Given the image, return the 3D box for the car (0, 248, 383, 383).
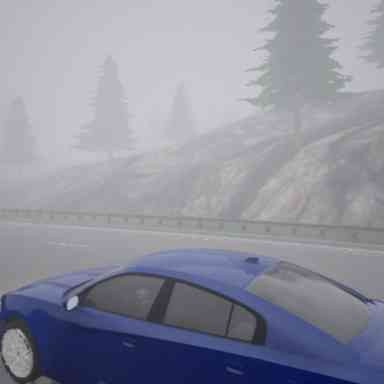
[{"bbox_3d":[-0.116,1.397,3.687,5.008,1.535,1.882,1,1,32],"label":"car"}]
